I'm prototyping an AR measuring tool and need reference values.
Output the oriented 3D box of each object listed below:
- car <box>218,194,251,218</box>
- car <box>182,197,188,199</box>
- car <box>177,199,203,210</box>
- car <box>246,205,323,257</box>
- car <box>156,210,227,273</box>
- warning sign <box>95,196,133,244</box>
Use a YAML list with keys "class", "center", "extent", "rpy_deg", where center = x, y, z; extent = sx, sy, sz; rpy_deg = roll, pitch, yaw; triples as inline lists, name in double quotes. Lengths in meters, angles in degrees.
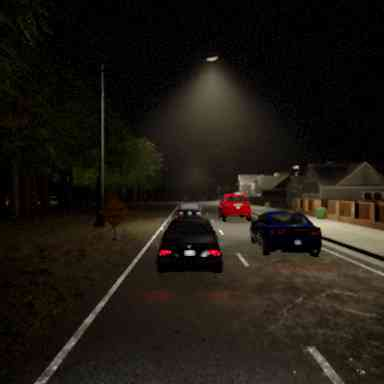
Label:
- class: "car"
  center: [3.341, 1.186, 26.654]
  extent: [2.150, 2.045, 5.566]
  rpy_deg: [0, 0, 0]
- class: "car"
  center: [-1.906, 2.021, 93.581]
  extent: [1.812, 1.442, 4.674]
  rpy_deg: [0, -1, 0]
- class: "car"
  center: [-0.162, 1.511, 25.650]
  extent: [2.033, 1.411, 5.357]
  rpy_deg: [0, 0, 0]
- class: "car"
  center: [3.449, 1.461, 12.953]
  extent: [1.882, 1.535, 5.008]
  rpy_deg: [0, -1, 3]
- class: "car"
  center: [-0.054, 1.532, 10.608]
  extent: [2.033, 1.411, 5.357]
  rpy_deg: [0, 0, 0]
- class: "warning sign"
  center: [-3.152, 1.094, 13.563]
  extent: [1.300, 1.860, 1.060]
  rpy_deg: [0, 0, 0]
